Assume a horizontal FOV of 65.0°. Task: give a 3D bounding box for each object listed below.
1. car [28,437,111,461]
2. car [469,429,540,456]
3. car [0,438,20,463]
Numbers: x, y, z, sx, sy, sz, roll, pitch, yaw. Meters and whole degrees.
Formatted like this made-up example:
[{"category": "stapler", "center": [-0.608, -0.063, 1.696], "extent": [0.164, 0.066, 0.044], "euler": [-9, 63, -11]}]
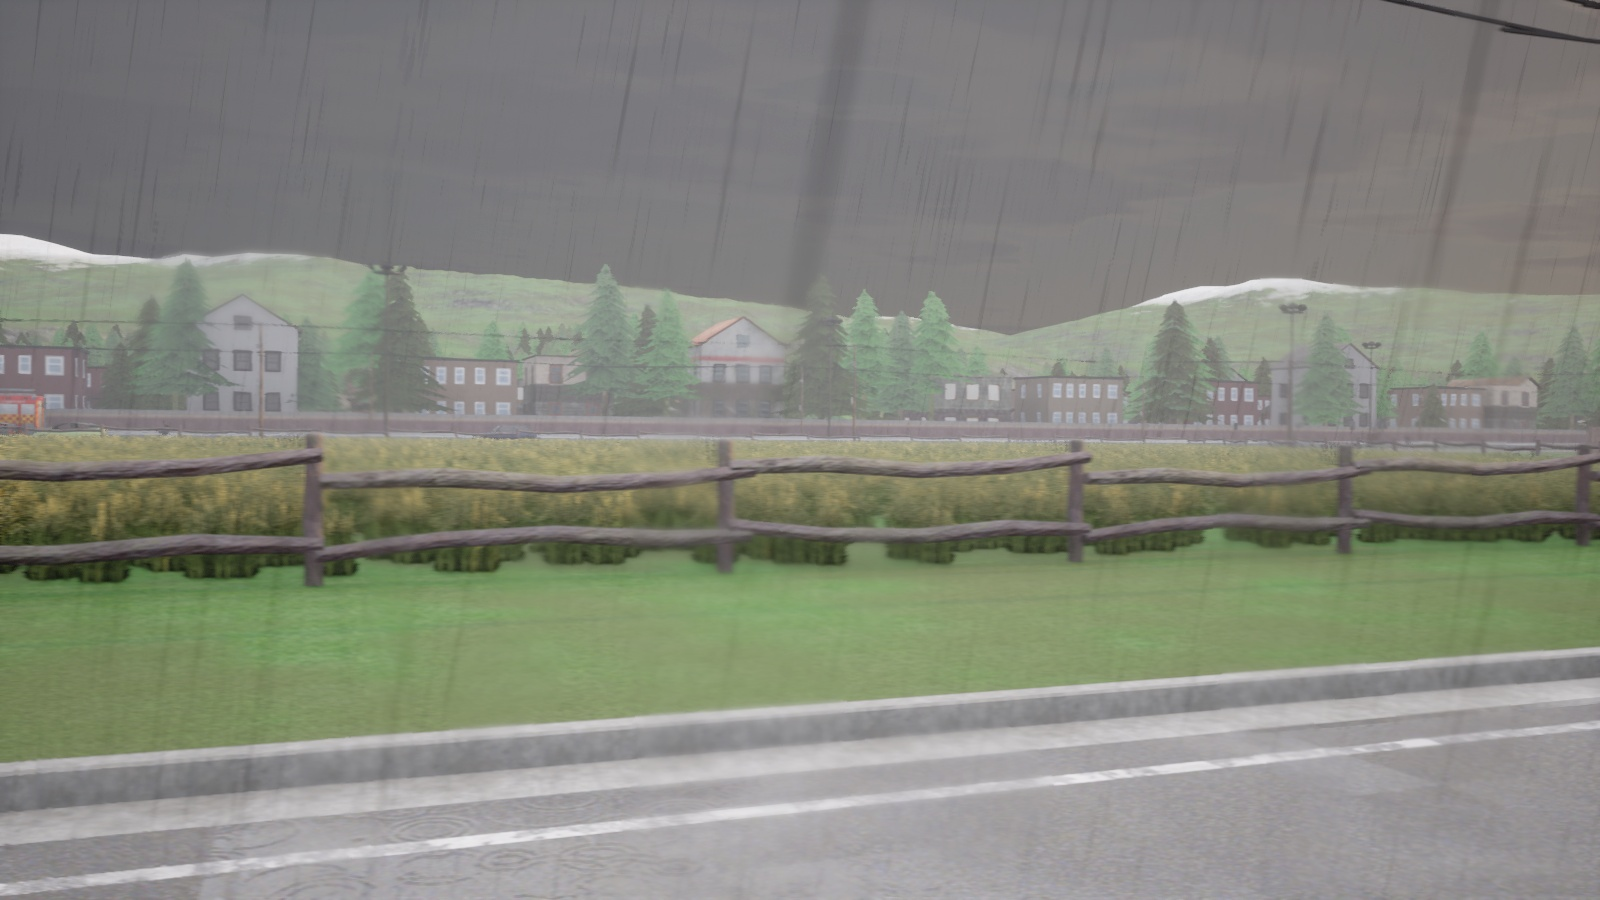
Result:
[{"category": "car", "center": [-48.968, -0.092, 84.264], "extent": [4.514, 1.525, 2.007], "euler": [-1, 1, -21]}, {"category": "car", "center": [-20.603, -0.542, 87.414], "extent": [4.553, 1.767, 2.097], "euler": [-1, 1, -21]}, {"category": "car", "center": [-51.721, 0.047, 79.497], "extent": [3.705, 1.549, 1.789], "euler": [-1, 1, -21]}]
